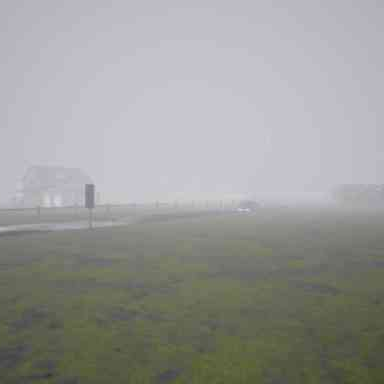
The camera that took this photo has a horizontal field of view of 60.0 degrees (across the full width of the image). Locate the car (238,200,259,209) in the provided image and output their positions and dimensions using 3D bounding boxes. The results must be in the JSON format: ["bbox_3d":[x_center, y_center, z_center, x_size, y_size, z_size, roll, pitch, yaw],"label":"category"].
[{"bbox_3d":[9.056,1.982,52.968,1.994,1.385,4.181,-1,-1,36],"label":"car"}]
